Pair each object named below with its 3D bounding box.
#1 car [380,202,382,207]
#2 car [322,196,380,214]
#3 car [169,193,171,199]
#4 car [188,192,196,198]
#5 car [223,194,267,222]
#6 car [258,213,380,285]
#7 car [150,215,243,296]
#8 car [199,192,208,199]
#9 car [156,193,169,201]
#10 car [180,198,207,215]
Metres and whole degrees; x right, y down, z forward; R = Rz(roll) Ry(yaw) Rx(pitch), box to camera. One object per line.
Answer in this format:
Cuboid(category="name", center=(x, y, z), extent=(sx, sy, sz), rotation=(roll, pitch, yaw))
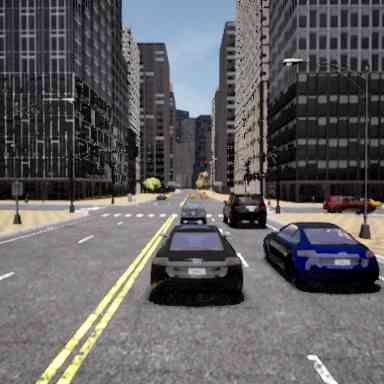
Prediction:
Cuboid(category="car", center=(21.782, 1.444, 42.835), extent=(4.829, 1.417, 1.752), rotation=(1, 1, 1))
Cuboid(category="car", center=(16.179, 1.359, 34.544), extent=(5.009, 1.841, 2.192), rotation=(1, 1, 1))
Cuboid(category="car", center=(-6.557, 0.993, 87.041), extent=(1.882, 1.535, 5.008), rotation=(0, 0, 0))
Cuboid(category="car", center=(-0.055, 1.002, 85.323), extent=(1.882, 1.535, 5.008), rotation=(0, 0, 0))
Cuboid(category="car", center=(3.361, 1.110, 21.906), extent=(2.150, 2.045, 5.566), rotation=(0, 0, -2))
Cuboid(category="car", center=(3.339, 1.518, 9.376), extent=(1.994, 1.385, 4.181), rotation=(0, 0, 0))
Cuboid(category="car", center=(0.094, 1.522, 8.572), extent=(1.994, 1.385, 4.181), rotation=(0, 0, 0))
Cuboid(category="car", center=(3.195, 1.002, 85.324), extent=(1.882, 1.535, 5.008), rotation=(0, 0, 0))
Cuboid(category="car", center=(-6.548, 1.168, 71.461), extent=(1.994, 1.385, 4.181), rotation=(0, 0, 0))
Cuboid(category="car", center=(0.084, 1.427, 23.691), extent=(2.033, 1.411, 5.357), rotation=(0, 0, 0))
